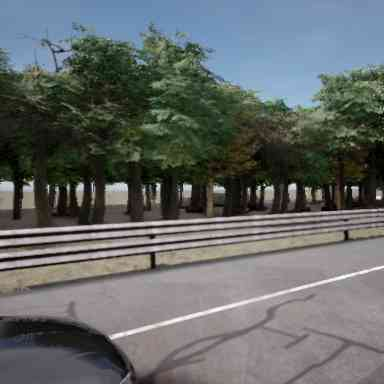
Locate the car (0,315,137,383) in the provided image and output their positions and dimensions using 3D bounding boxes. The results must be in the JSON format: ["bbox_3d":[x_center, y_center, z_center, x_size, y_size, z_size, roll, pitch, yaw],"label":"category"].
[{"bbox_3d":[-2.661,1.489,1.811,4.902,1.511,2.128,0,0,-36],"label":"car"}]
